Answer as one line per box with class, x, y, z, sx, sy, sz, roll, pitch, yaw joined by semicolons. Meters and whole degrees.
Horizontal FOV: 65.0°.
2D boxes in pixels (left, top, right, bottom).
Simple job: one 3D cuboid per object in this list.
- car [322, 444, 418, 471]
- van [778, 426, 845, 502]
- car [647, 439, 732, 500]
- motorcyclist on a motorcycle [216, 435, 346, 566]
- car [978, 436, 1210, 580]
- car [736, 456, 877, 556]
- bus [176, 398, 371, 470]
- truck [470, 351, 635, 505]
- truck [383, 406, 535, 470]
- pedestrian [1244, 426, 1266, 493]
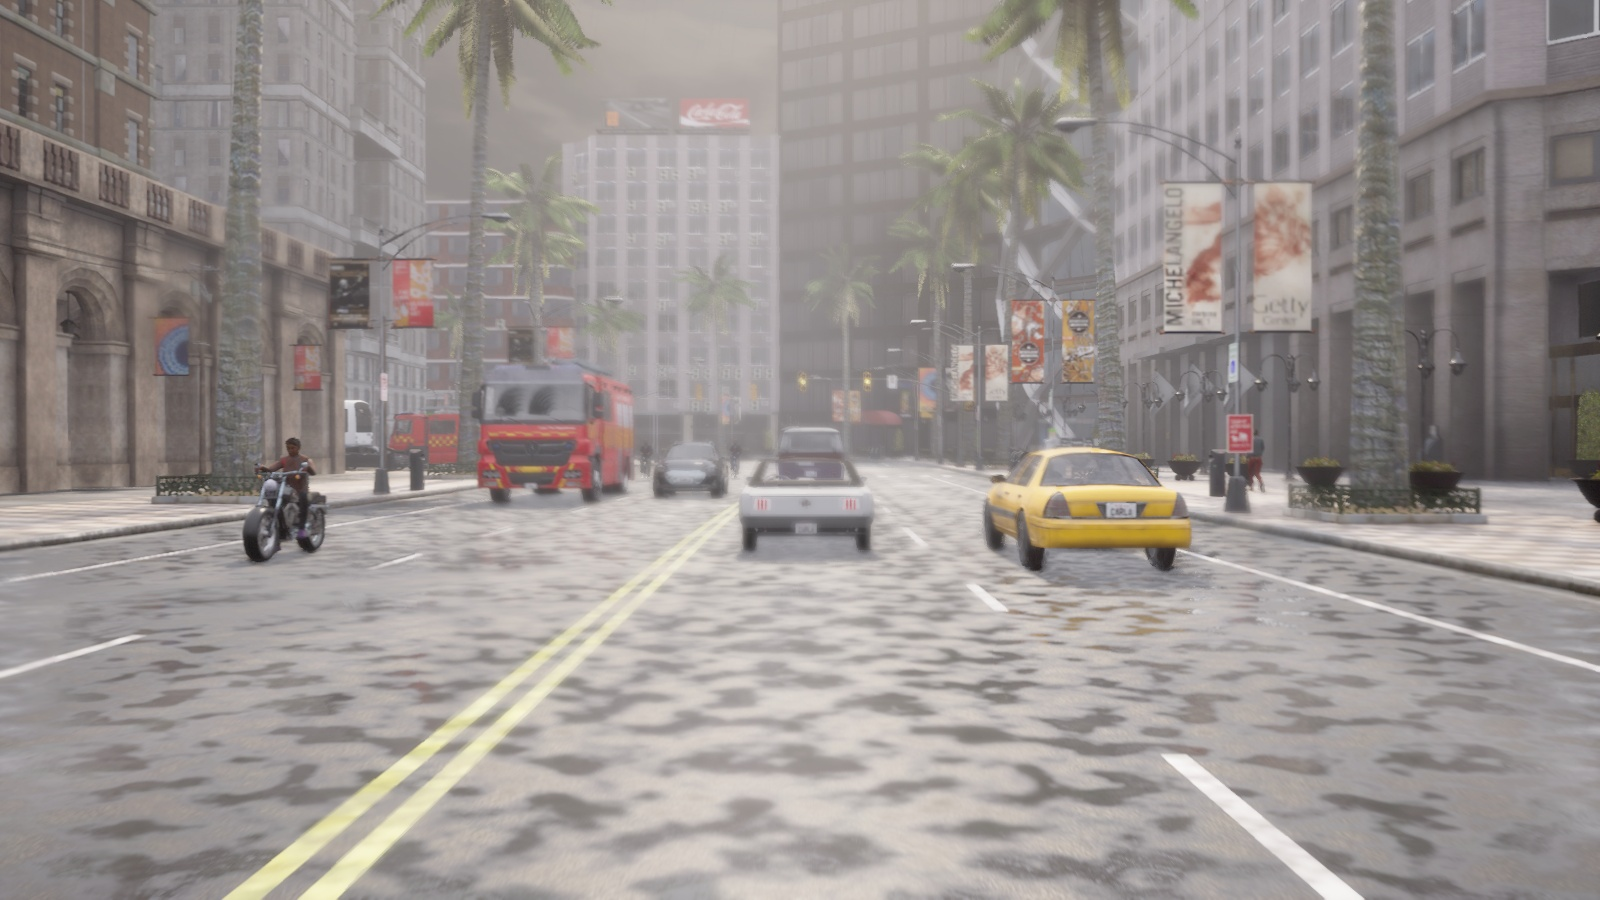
car;-24.984;0.435;73.059;4.892;1.490;1.837;0;0;1
van;0.337;0.360;35.243;1.775;1.987;4.442;0;0;1
car;-3.161;0.527;36.828;2.033;1.649;4.856;0;0;0
motorcyclist on a motorcycle;-6.912;0.623;16.872;0.766;1.649;2.350;0;0;0
car;3.585;0.622;16.379;1.801;1.575;5.366;0;0;0
car;0.099;0.769;19.315;1.895;1.301;4.718;0;0;0
bus;-32.015;-0.961;76.730;10.273;4.253;3.944;0;1;1
truck;-6.683;-0.556;35.345;2.891;3.827;8.468;0;0;1
truck;-20.697;-0.735;76.484;8.468;3.827;2.891;0;0;1
pedestrian;12.685;0.272;35.021;0.353;1.847;0.614;0;0;-2
